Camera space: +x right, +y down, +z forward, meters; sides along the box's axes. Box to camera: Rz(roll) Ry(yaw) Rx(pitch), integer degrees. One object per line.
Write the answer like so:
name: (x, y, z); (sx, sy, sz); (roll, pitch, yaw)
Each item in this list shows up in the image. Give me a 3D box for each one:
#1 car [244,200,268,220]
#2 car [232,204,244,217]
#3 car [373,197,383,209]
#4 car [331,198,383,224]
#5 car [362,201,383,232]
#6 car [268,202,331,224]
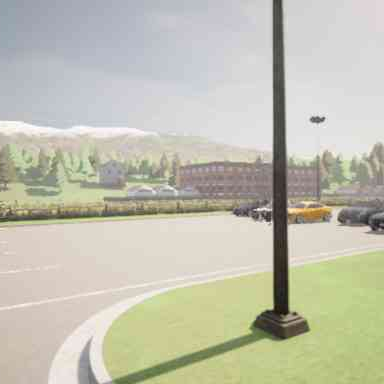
car: (7.007, 1.567, 28.100); (4.674, 1.442, 1.812); (0, 0, -33)
car: (5.957, 1.569, 31.600); (4.892, 1.490, 1.837); (0, 0, -33)
car: (26.680, 1.407, 44.710); (5.008, 1.535, 1.882); (0, 0, -32)
car: (12.181, 1.329, 23.118); (4.553, 1.767, 2.097); (0, 0, -33)
car: (12.125, 1.439, 18.926); (5.008, 1.535, 1.882); (0, 0, -33)
car: (8.390, 1.495, 24.847); (5.008, 1.535, 1.882); (0, 0, -33)
